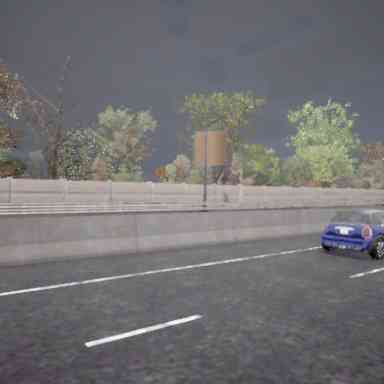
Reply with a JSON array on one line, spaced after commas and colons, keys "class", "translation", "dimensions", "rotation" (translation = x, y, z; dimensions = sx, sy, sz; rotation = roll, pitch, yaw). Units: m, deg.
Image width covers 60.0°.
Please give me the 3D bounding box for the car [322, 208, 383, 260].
[{"class": "car", "translation": [7.285, 1.495, 13.341], "dimensions": [4.553, 1.767, 2.097], "rotation": [1, -1, -35]}]
